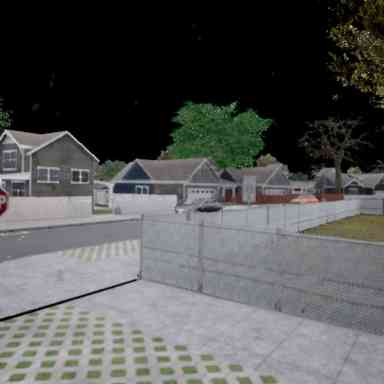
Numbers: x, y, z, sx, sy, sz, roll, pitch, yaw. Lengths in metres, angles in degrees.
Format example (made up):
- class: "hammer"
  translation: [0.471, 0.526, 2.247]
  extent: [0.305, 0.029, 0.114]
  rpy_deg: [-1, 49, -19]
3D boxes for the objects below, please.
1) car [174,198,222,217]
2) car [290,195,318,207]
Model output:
- class: "car"
  translation: [0.570, 1.255, 26.113]
  extent: [2.128, 1.511, 4.902]
  rpy_deg: [1, 1, 36]
- class: "car"
  translation: [14.776, 1.130, 43.889]
  extent: [2.097, 1.767, 4.553]
  rpy_deg: [2, 1, 44]
